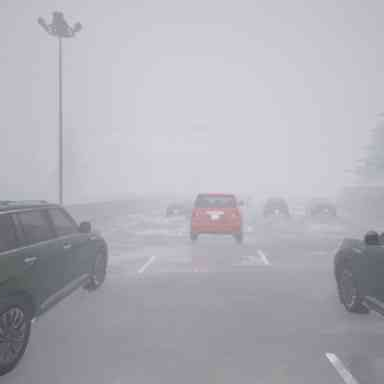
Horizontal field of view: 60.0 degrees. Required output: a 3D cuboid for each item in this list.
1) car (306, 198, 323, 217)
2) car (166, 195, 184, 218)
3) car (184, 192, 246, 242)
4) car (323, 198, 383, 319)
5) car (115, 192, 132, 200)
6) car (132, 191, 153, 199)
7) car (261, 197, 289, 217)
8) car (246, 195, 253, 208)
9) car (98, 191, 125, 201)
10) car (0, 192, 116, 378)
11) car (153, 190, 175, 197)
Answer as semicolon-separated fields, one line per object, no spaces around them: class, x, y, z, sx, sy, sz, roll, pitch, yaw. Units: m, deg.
car;10.207;1.174;26.450;1.812;1.442;4.674;0;1;12
car;-0.708;1.166;25.430;1.812;1.442;4.674;0;1;11
car;1.196;1.007;15.328;2.150;2.045;5.566;0;1;7
car;3.775;1.169;4.185;2.150;2.045;5.566;0;1;2
car;-10.419;0.599;55.510;1.895;1.301;4.718;0;1;21
car;-7.141;0.568;54.282;2.033;1.411;5.357;0;1;21
car;6.684;1.143;26.654;1.837;1.490;4.892;0;1;12
car;5.745;1.034;37.334;2.033;1.411;5.357;0;1;17
car;-13.675;0.678;56.795;1.882;1.535;5.008;0;1;21
car;-3.160;1.135;5.577;2.150;2.045;5.566;0;1;3
car;-3.874;0.488;53.025;1.812;1.442;4.674;0;1;21
